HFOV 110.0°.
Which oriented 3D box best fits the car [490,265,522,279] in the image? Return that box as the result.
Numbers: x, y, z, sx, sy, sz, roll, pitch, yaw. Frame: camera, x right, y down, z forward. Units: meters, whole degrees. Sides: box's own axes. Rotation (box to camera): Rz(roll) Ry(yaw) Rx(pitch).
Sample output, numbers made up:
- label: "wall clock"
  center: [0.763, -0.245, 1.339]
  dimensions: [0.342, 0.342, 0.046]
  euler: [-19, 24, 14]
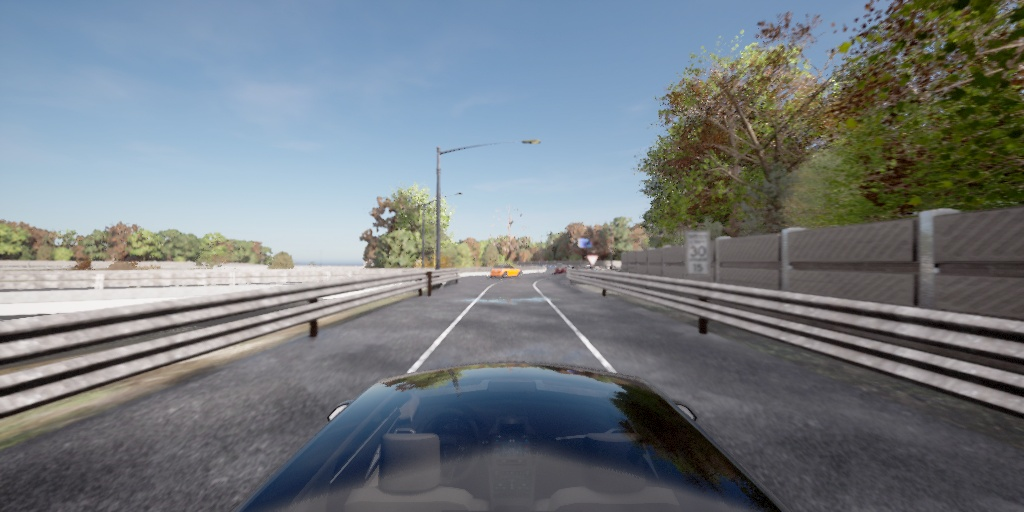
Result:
- label: "car"
  center: [-0.656, 1.893, 45.012]
  dimensions: [2.097, 1.767, 4.553]
  euler: [-1, -2, 36]

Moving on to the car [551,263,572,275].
- label: "car"
  center: [8.840, 2.252, 60.490]
  dimensions: [2.097, 1.767, 4.553]
  euler: [-1, -2, 27]
